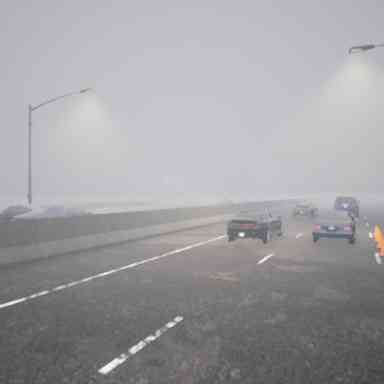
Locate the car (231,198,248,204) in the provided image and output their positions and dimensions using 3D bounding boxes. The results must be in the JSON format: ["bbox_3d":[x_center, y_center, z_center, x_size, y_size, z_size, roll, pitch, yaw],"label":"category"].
[{"bbox_3d":[9.387,1.850,60.570,2.128,1.511,4.902,0,0,27],"label":"car"}]

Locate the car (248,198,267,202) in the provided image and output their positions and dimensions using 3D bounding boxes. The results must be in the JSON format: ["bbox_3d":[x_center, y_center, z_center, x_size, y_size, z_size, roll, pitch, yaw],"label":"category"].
[{"bbox_3d":[11.754,1.818,57.495,1.882,1.535,5.008,0,-1,27],"label":"car"}]

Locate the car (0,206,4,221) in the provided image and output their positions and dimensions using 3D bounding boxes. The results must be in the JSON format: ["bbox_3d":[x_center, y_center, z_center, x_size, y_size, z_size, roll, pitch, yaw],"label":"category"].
[{"bbox_3d":[-13.072,1.669,23.585,1.812,1.442,4.674,0,0,27],"label":"car"}]

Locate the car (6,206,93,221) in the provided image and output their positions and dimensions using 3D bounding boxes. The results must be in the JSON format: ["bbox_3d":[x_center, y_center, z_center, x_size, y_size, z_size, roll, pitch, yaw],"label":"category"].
[{"bbox_3d":[-7.422,1.665,19.232,2.033,1.411,5.357,0,0,27],"label":"car"}]

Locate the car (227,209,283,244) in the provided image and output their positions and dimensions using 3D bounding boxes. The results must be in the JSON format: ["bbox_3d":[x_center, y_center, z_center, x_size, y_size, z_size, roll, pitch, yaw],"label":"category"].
[{"bbox_3d":[3.264,1.608,16.681,1.837,1.490,4.892,0,0,27],"label":"car"}]

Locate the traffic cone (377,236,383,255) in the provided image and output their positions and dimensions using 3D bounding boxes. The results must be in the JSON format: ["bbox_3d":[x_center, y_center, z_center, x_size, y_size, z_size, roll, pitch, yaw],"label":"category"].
[{"bbox_3d":[7.145,2.033,12.337,0.340,0.580,0.340,0,0,27],"label":"traffic cone"}]

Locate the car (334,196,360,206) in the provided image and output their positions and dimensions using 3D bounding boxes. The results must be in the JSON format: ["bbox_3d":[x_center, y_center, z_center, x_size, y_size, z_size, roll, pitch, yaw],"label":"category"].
[{"bbox_3d":[15.380,1.424,33.081,2.150,2.045,5.566,0,0,27],"label":"car"}]

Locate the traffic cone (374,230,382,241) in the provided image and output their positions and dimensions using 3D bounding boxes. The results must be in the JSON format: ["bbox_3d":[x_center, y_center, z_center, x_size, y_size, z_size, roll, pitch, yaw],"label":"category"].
[{"bbox_3d":[8.040,2.044,14.126,0.340,0.580,0.340,0,0,27],"label":"traffic cone"}]

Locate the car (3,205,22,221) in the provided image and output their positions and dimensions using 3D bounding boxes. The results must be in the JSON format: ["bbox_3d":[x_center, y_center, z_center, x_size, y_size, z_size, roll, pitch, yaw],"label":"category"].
[{"bbox_3d":[-9.747,1.663,22.410,1.812,1.442,4.674,0,0,27],"label":"car"}]

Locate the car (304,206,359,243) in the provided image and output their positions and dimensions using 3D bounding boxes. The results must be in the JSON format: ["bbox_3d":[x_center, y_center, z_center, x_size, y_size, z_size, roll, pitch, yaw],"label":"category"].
[{"bbox_3d":[7.252,1.653,16.826,2.033,1.411,5.357,0,0,27],"label":"car"}]

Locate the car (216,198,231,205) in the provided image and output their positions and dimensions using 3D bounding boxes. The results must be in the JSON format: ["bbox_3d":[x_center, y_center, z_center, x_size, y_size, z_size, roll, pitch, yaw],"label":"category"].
[{"bbox_3d":[6.009,1.856,61.637,2.128,1.511,4.902,0,0,27],"label":"car"}]

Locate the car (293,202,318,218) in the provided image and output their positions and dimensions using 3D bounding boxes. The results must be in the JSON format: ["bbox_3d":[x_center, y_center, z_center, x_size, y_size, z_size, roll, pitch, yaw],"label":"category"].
[{"bbox_3d":[10.975,1.687,32.094,2.128,1.511,4.902,0,0,26],"label":"car"}]

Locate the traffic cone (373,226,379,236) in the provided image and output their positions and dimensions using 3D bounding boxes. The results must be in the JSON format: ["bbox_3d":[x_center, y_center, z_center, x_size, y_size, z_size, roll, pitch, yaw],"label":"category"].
[{"bbox_3d":[8.934,2.055,15.914,0.340,0.580,0.340,0,0,27],"label":"traffic cone"}]
